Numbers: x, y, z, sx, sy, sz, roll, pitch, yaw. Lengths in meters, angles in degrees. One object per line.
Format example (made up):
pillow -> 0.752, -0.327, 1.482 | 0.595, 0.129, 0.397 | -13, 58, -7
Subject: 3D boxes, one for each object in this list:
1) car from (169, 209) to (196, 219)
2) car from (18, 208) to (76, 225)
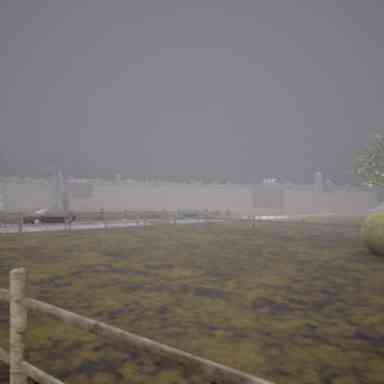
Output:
car -> -1.308, 3.080, 46.862 | 2.128, 1.511, 4.902 | 1, -2, 35
car -> -12.973, 2.183, 30.044 | 1.882, 1.535, 5.008 | 1, -2, 35
